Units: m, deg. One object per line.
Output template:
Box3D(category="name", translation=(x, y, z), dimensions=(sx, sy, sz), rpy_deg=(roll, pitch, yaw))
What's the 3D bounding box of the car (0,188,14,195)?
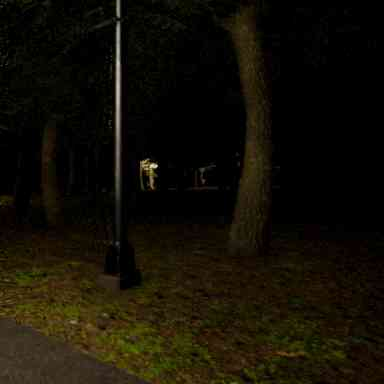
Box3D(category="car", translation=(-38.899, -0.073, 67.524), dimensions=(1.882, 1.535, 5.008), rpy_deg=(-1, 1, 34))
